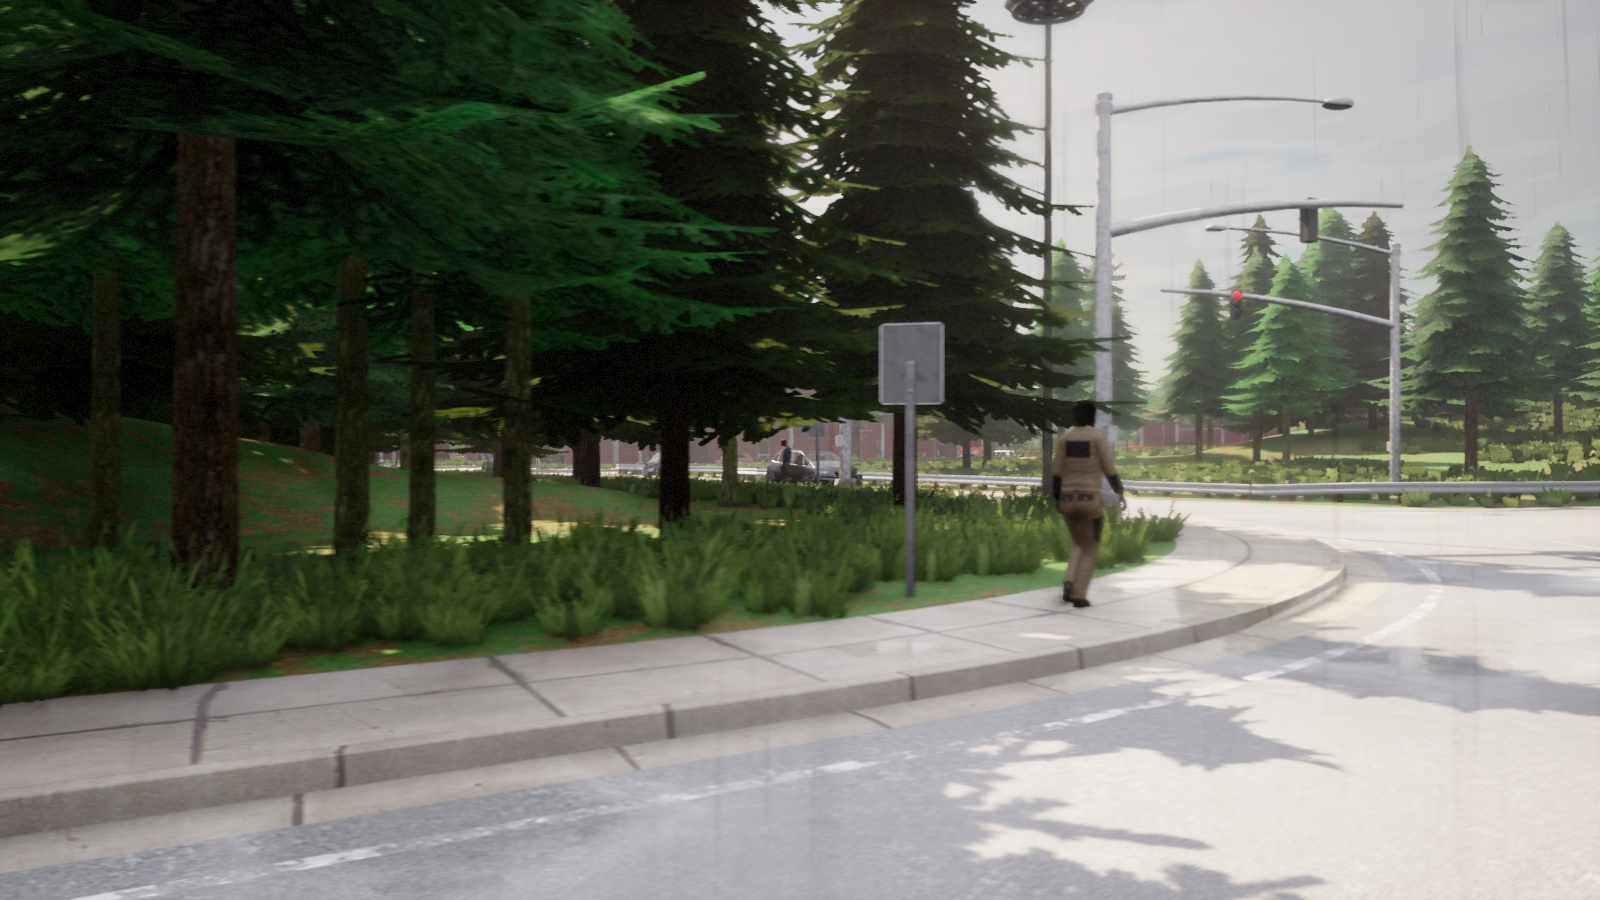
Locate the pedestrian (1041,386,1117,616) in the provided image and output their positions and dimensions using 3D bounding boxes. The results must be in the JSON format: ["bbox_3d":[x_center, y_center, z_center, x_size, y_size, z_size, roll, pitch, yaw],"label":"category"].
[{"bbox_3d":[2.430,0.429,10.915,0.396,1.930,0.692,0,0,35],"label":"pedestrian"}]

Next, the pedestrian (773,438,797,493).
[{"bbox_3d":[-0.492,0.516,42.397,0.726,1.835,0.370,0,0,19],"label":"pedestrian"}]

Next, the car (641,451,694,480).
[{"bbox_3d":[-7.872,0.881,74.177,2.033,1.649,4.856,0,0,-20],"label":"car"}]

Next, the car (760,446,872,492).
[{"bbox_3d":[0.547,0.711,48.556,2.242,1.667,4.611,0,0,-31],"label":"car"}]
